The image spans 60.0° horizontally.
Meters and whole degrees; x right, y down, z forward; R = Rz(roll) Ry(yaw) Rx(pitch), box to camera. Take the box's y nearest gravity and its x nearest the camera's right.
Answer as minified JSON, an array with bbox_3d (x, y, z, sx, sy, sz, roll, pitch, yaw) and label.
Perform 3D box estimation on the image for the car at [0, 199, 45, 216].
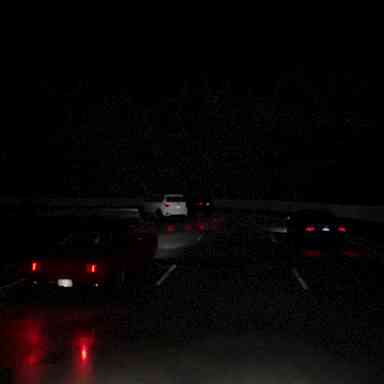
[{"bbox_3d":[-17.062,1.476,32.606,4.902,1.511,2.128,0,0,-29],"label":"car"}]

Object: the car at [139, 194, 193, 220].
[{"bbox_3d":[-2.458,1.208,27.480,2.150,2.045,5.566,1,-1,-31],"label":"car"}]

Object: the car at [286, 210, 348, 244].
[{"bbox_3d":[5.688,1.540,15.676,2.033,1.411,5.357,0,0,8],"label":"car"}]

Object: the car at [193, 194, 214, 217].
[{"bbox_3d":[-0.439,1.198,30.641,2.150,2.045,5.566,0,-1,-41],"label":"car"}]

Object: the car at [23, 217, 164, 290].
[{"bbox_3d":[-2.317,1.596,9.114,1.895,1.301,4.718,0,0,8],"label":"car"}]
